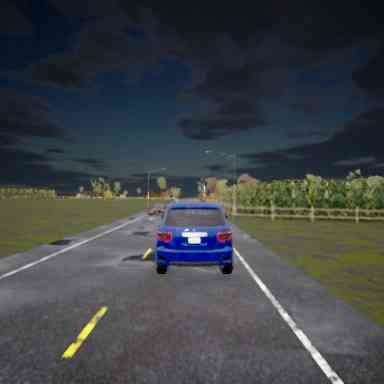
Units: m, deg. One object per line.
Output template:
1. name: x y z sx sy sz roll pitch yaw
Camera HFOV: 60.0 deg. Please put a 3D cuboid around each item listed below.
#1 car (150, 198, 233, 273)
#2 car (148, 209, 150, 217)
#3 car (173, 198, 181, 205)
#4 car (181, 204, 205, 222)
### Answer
1. car: 0.079 1.349 11.226 2.150 2.045 5.566 0 0 0
2. car: -3.597 1.966 36.312 1.994 1.385 4.181 0 -1 0
3. car: -3.501 2.136 77.627 1.812 1.442 4.674 0 -1 0
4. car: 0.095 1.895 31.365 2.033 1.411 5.357 0 -1 0
